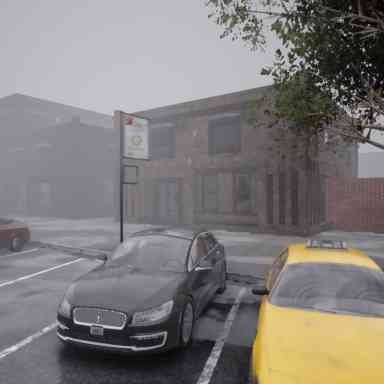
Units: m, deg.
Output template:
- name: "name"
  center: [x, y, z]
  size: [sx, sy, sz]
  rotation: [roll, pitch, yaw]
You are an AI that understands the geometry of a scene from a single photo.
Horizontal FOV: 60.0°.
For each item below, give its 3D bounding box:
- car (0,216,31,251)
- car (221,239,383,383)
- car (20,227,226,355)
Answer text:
- name: "car"
  center: [-7.839, 1.528, 11.717]
  size: [2.002, 1.452, 4.674]
  rotation: [1, -1, 16]
- name: "car"
  center: [1.863, 1.480, 4.543]
  size: [1.946, 1.575, 5.366]
  rotation: [1, -1, 16]
- name: "car"
  center: [-0.523, 1.487, 6.474]
  size: [2.231, 1.521, 4.892]
  rotation: [1, -1, 16]
